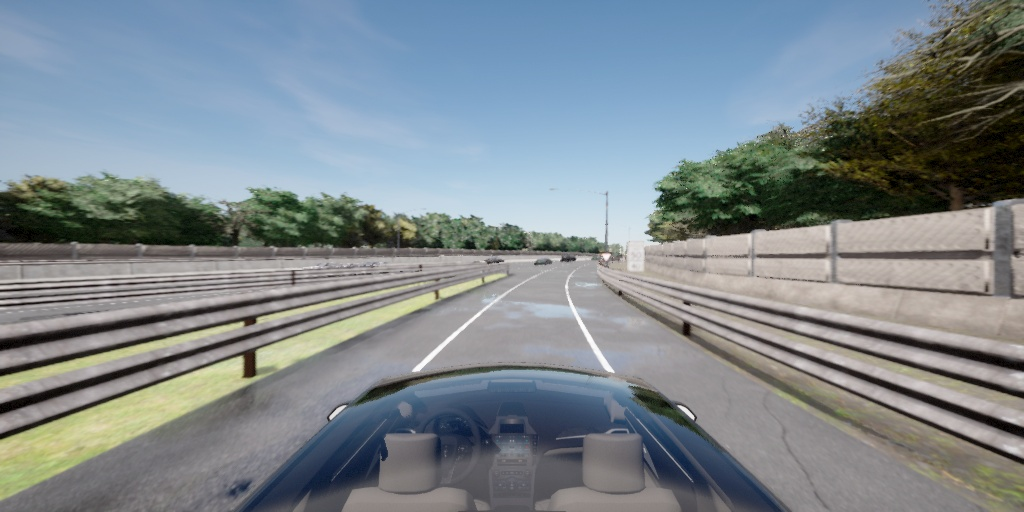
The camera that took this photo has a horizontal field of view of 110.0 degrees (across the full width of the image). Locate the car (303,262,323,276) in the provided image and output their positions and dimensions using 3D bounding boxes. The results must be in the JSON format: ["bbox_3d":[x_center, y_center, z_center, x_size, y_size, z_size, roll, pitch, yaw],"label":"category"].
[{"bbox_3d":[-17.977,1.258,35.774,1.895,1.301,4.718,1,1,29],"label":"car"}]

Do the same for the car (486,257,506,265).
[{"bbox_3d":[-2.778,0.881,63.010,2.128,1.511,4.902,1,1,29],"label":"car"}]

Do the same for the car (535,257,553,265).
[{"bbox_3d":[5.735,0.932,63.921,1.994,1.385,4.181,0,1,29],"label":"car"}]

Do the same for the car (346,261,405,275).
[{"bbox_3d":[-11.875,1.238,32.341,2.128,1.511,4.902,1,1,29],"label":"car"}]

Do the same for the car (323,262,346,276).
[{"bbox_3d":[-14.920,1.301,34.069,1.895,1.301,4.718,1,1,29],"label":"car"}]
